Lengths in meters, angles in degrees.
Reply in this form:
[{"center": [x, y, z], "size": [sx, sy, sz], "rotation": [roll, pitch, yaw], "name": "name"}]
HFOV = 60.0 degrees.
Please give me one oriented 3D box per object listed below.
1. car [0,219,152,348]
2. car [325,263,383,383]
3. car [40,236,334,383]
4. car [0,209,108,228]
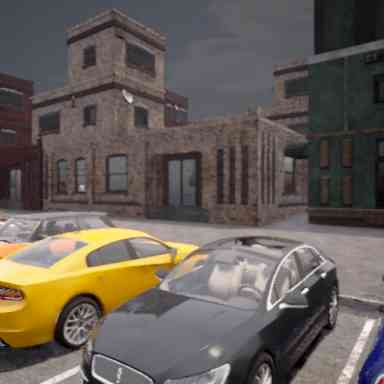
[{"center": [-1.503, 1.447, 6.422], "size": [2.097, 1.535, 5.008], "rotation": [0, 0, 35], "name": "car"}, {"center": [3.004, 1.360, 3.174], "size": [2.185, 1.767, 4.553], "rotation": [0, 0, 35], "name": "car"}, {"center": [0.764, 1.467, 4.818], "size": [2.231, 1.521, 4.892], "rotation": [0, 0, 36], "name": "car"}, {"center": [-3.746, 1.303, 8.066], "size": [2.185, 1.767, 4.553], "rotation": [0, 0, 35], "name": "car"}]
